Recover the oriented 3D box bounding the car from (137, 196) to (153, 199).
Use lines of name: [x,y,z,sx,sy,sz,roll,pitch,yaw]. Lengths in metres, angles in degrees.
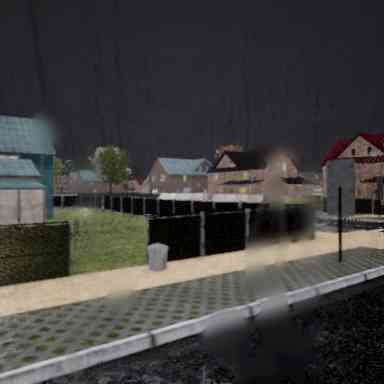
car: [-5.645,1.204,39.812,1.994,1.385,4.181,0,1,-36]
